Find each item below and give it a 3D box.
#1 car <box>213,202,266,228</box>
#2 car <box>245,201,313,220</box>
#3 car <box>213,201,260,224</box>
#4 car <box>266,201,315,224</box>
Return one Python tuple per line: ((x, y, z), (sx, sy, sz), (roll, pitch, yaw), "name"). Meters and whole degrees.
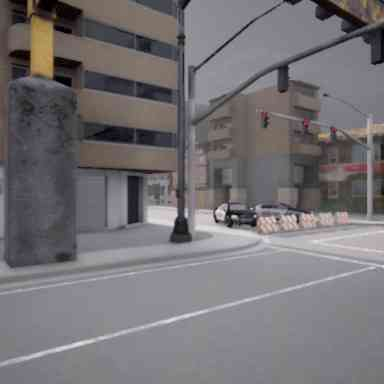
((2.908, 1.478, 22.631), (2.038, 1.542, 4.974), (0, 0, -11), "car")
((6.441, 1.327, 24.809), (4.536, 1.218, 1.853), (0, 0, 34), "car")
((2.898, 1.320, 22.682), (1.853, 1.218, 4.536), (0, 0, -11), "car")
((6.484, 1.485, 24.779), (4.974, 1.542, 2.038), (0, 0, 34), "car")
